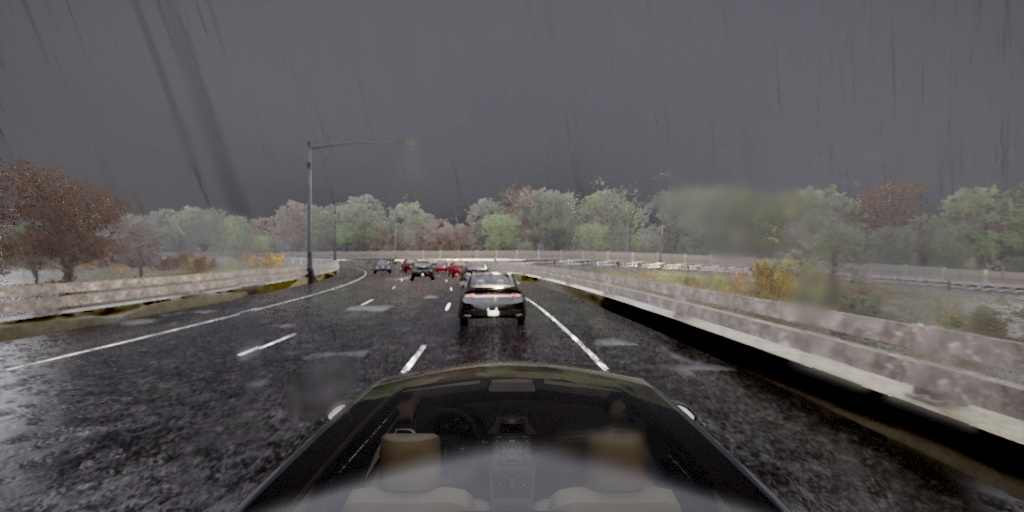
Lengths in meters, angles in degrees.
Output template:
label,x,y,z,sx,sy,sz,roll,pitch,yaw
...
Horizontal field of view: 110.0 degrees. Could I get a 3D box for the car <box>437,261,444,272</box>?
label,x,y,z,sx,sy,sz,roll,pitch,yaw
car,-8.840,1.266,44.691,1.994,1.385,4.181,0,0,-22

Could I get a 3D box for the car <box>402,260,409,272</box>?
label,x,y,z,sx,sy,sz,roll,pitch,yaw
car,-12.590,1.183,44.588,1.882,1.535,5.008,0,0,-22

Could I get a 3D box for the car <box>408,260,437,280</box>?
label,x,y,z,sx,sy,sz,roll,pitch,yaw
car,-7.708,1.225,30.848,1.837,1.490,4.892,0,0,-15

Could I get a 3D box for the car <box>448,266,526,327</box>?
label,x,y,z,sx,sy,sz,roll,pitch,yaw
car,-0.680,1.229,11.477,2.128,1.511,4.902,0,0,-5

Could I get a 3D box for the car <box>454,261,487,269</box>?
label,x,y,z,sx,sy,sz,roll,pitch,yaw
car,-2.396,1.216,23.161,2.128,1.511,4.902,0,0,-11

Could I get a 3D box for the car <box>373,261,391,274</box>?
label,x,y,z,sx,sy,sz,roll,pitch,yaw
car,-14.938,1.260,41.236,2.033,1.411,5.357,0,0,-22

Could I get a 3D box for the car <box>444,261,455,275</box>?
label,x,y,z,sx,sy,sz,roll,pitch,yaw
car,-4.954,1.190,33.785,1.882,1.535,5.008,0,0,-16
